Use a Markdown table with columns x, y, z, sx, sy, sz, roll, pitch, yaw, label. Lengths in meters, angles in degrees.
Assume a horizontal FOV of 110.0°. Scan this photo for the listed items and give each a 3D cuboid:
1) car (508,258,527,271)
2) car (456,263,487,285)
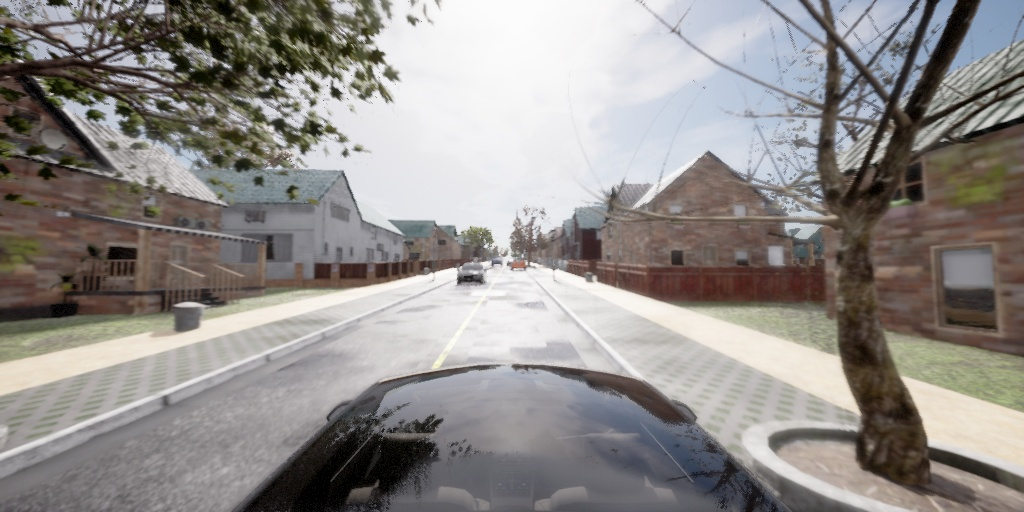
| x | y | z | sx | sy | sz | roll | pitch | yaw | label |
| --- | --- | --- | --- | --- | --- | --- | --- | --- | --- |
| 0.909 | 1.063 | 50.047 | 2.097 | 1.767 | 4.553 | -3 | -1 | 0 | car |
| -2.852 | 1.266 | 26.076 | 1.837 | 1.490 | 4.892 | 0 | 0 | 0 | car |
